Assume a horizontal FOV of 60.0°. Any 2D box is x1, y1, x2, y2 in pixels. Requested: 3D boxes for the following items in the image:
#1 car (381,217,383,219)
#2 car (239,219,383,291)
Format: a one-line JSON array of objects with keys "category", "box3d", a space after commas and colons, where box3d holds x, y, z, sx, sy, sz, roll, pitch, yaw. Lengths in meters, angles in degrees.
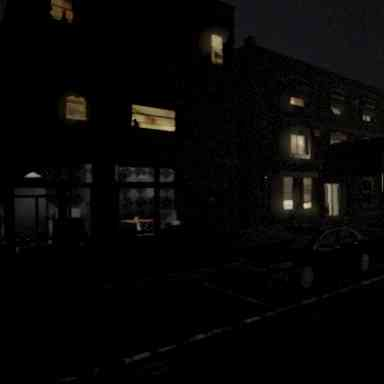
[{"category": "car", "box3d": [7.661, 1.519, 12.149, 4.507, 1.381, 1.887, 0, -1, -36]}, {"category": "car", "box3d": [3.188, 1.555, 8.907, 4.403, 1.369, 2.008, 0, -1, -36]}]
